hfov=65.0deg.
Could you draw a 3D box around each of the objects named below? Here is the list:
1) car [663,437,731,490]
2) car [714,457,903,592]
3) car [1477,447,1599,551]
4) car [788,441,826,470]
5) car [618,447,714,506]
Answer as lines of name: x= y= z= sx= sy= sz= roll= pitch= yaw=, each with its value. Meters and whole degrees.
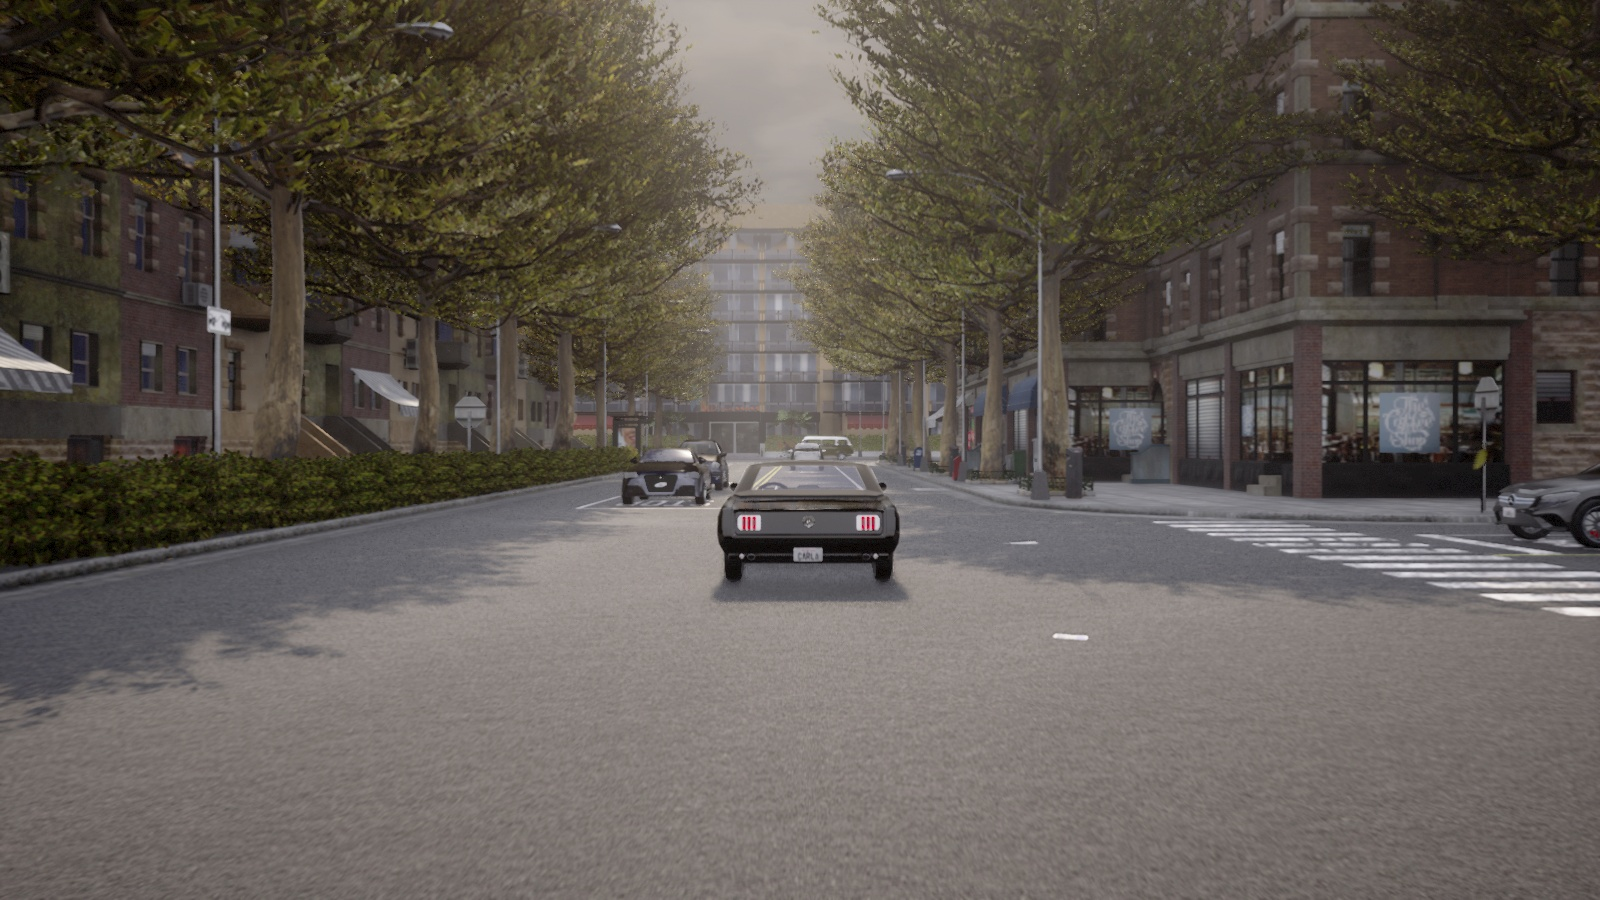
car: x=-3.258 y=0.408 z=40.504 sx=1.851 sy=1.617 sz=3.988 roll=0 pitch=0 yaw=0
car: x=0.099 y=0.760 z=14.987 sx=1.895 sy=1.301 sz=4.718 roll=0 pitch=0 yaw=0
car: x=12.723 y=0.676 z=18.357 sx=4.674 sy=1.442 sz=1.812 roll=0 pitch=0 yaw=0
car: x=0.401 y=0.295 z=68.795 sx=2.007 sy=1.525 sz=4.514 roll=0 pitch=0 yaw=0
car: x=-3.303 y=0.624 z=31.708 sx=1.994 sy=1.385 sz=4.181 roll=0 pitch=0 yaw=0
